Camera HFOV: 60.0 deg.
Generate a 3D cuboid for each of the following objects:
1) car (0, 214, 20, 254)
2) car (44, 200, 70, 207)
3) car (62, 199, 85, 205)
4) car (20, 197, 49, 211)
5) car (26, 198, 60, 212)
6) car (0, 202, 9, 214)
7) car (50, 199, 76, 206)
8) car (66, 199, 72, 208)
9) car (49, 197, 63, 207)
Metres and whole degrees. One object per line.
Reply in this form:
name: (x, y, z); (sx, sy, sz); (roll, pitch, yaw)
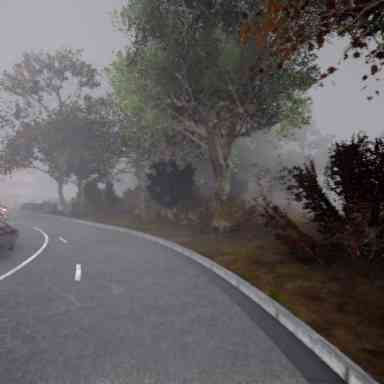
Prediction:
car: (-7.609, 1.701, 11.801); (1.895, 1.301, 4.718); (0, 0, -16)
car: (-28.343, 2.338, 69.892); (4.674, 1.452, 2.002); (-1, 0, 3)
car: (-27.908, 2.392, 78.359); (4.674, 1.452, 2.002); (-1, 0, 3)
car: (-24.842, 1.984, 51.974); (2.097, 1.767, 4.553); (0, 0, 3)
car: (-21.675, 2.079, 48.645); (1.837, 1.490, 4.892); (-1, -1, 2)
car: (-17.780, 1.673, 29.808); (2.097, 1.767, 4.553); (0, -1, -34)
car: (-28.201, 2.317, 72.716); (5.008, 1.535, 2.097); (-1, 0, 3)
car: (-21.084, 2.171, 61.753); (1.882, 1.535, 5.008); (0, 0, 3)
car: (-28.516, 2.027, 67.074); (5.566, 2.045, 2.435); (-1, 0, 3)
